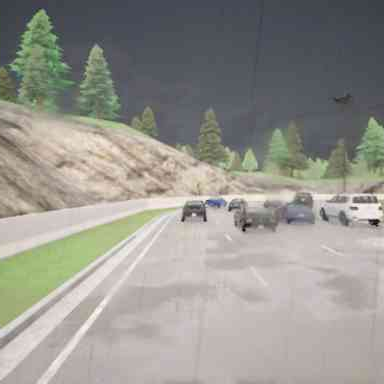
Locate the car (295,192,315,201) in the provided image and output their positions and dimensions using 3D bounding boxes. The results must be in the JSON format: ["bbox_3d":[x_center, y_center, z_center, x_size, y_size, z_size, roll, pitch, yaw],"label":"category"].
[{"bbox_3d":[13.750,1.054,40.654,2.150,2.045,5.566,0,0,22],"label":"car"}]

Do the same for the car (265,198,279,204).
[{"bbox_3d":[10.330,1.428,41.524,1.895,1.301,4.718,0,0,21],"label":"car"}]

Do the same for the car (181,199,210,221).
[{"bbox_3d":[0.222,1.394,26.167,1.837,1.490,4.892,0,0,2],"label":"car"}]

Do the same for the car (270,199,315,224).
[{"bbox_3d":[7.154,1.466,23.540,1.994,1.385,4.181,0,0,1],"label":"car"}]

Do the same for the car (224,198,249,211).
[{"bbox_3d":[5.360,1.390,37.793,2.033,1.411,5.357,0,0,16],"label":"car"}]

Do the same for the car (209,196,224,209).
[{"bbox_3d":[3.254,1.299,42.962,1.882,1.535,5.008,0,0,19],"label":"car"}]

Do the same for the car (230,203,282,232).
[{"bbox_3d":[3.600,1.519,19.573,1.895,1.301,4.718,0,0,0],"label":"car"}]

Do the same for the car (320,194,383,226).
[{"bbox_3d":[10.627,1.128,22.587,2.150,2.045,5.566,0,0,1],"label":"car"}]
